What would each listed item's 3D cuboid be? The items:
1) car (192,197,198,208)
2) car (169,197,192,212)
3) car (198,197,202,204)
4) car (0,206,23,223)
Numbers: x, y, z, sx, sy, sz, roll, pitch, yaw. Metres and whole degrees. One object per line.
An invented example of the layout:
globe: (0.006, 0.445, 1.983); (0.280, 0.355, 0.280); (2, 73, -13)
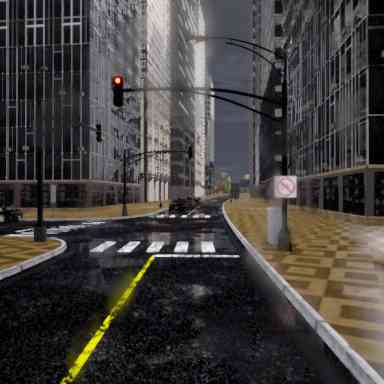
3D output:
car: (-0.604, 1.460, 48.444); (1.837, 1.490, 4.892); (0, 0, 6)
car: (-1.486, 1.450, 38.637); (1.882, 1.535, 5.008); (0, 0, 5)
car: (0.653, 1.498, 59.620); (1.994, 1.385, 4.181); (0, 0, 7)
car: (-16.520, 1.853, 28.032); (4.403, 1.369, 2.008); (-1, 1, 10)
